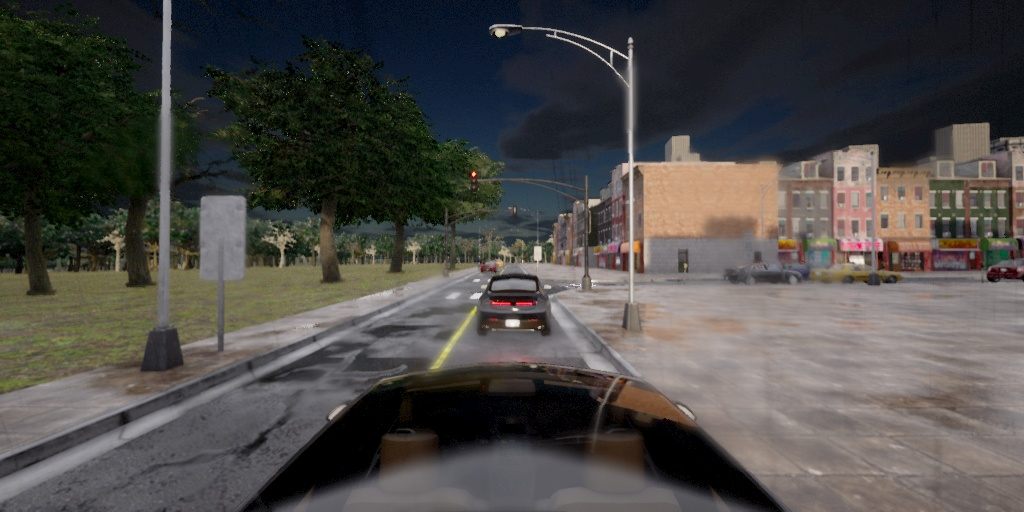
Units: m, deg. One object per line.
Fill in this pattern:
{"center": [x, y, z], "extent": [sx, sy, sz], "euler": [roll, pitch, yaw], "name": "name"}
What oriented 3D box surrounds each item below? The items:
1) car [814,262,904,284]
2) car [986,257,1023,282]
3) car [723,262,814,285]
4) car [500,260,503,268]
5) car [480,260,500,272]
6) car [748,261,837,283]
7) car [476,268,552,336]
{"center": [21.372, 1.048, 22.269], "extent": [4.829, 1.417, 1.751], "euler": [0, 0, 0], "name": "car"}
{"center": [32.550, 0.878, 22.316], "extent": [4.097, 1.591, 1.967], "euler": [0, 0, 0], "name": "car"}
{"center": [15.528, 1.118, 22.244], "extent": [4.403, 1.370, 2.007], "euler": [0, 0, 0], "name": "car"}
{"center": [-2.642, 1.408, 65.345], "extent": [1.882, 1.535, 5.008], "euler": [0, -1, 1], "name": "car"}
{"center": [-2.751, 1.268, 42.817], "extent": [1.882, 1.535, 5.008], "euler": [0, 0, 0], "name": "car"}
{"center": [19.331, 1.096, 24.839], "extent": [4.674, 1.442, 1.812], "euler": [0, -1, 0], "name": "car"}
{"center": [0.103, 1.252, 10.407], "extent": [1.837, 1.490, 4.892], "euler": [0, 0, 2], "name": "car"}
